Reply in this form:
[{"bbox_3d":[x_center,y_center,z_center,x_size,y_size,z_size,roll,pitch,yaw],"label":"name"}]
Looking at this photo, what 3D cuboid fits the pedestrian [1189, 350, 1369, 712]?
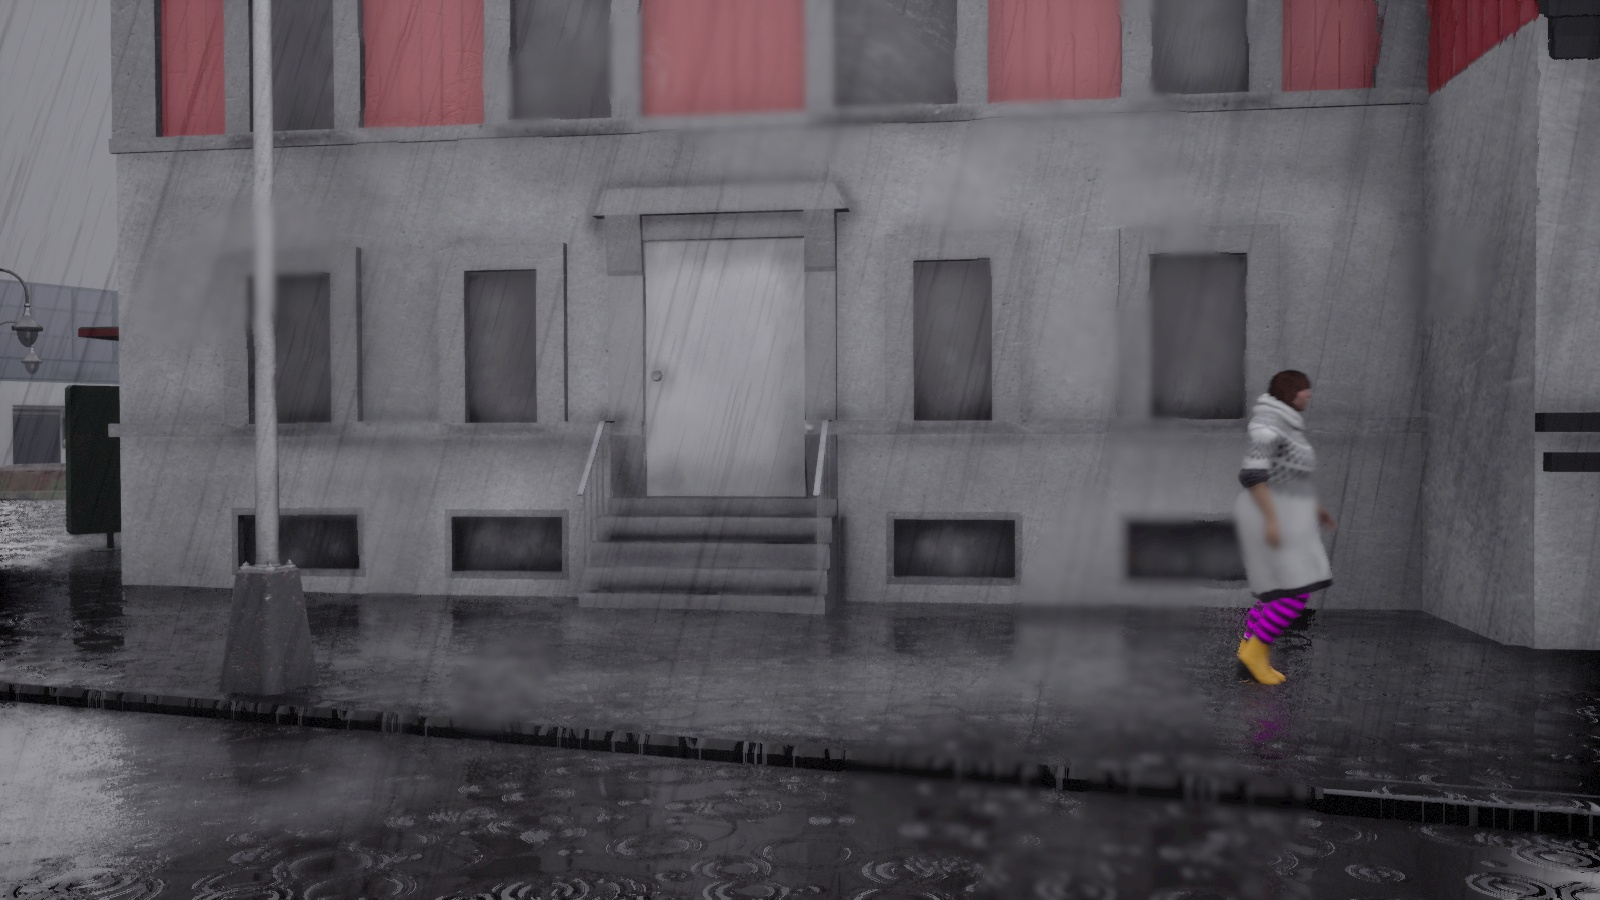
[{"bbox_3d":[2.783,0.430,7.276,0.873,1.952,0.659,1,1,29],"label":"pedestrian"}]
